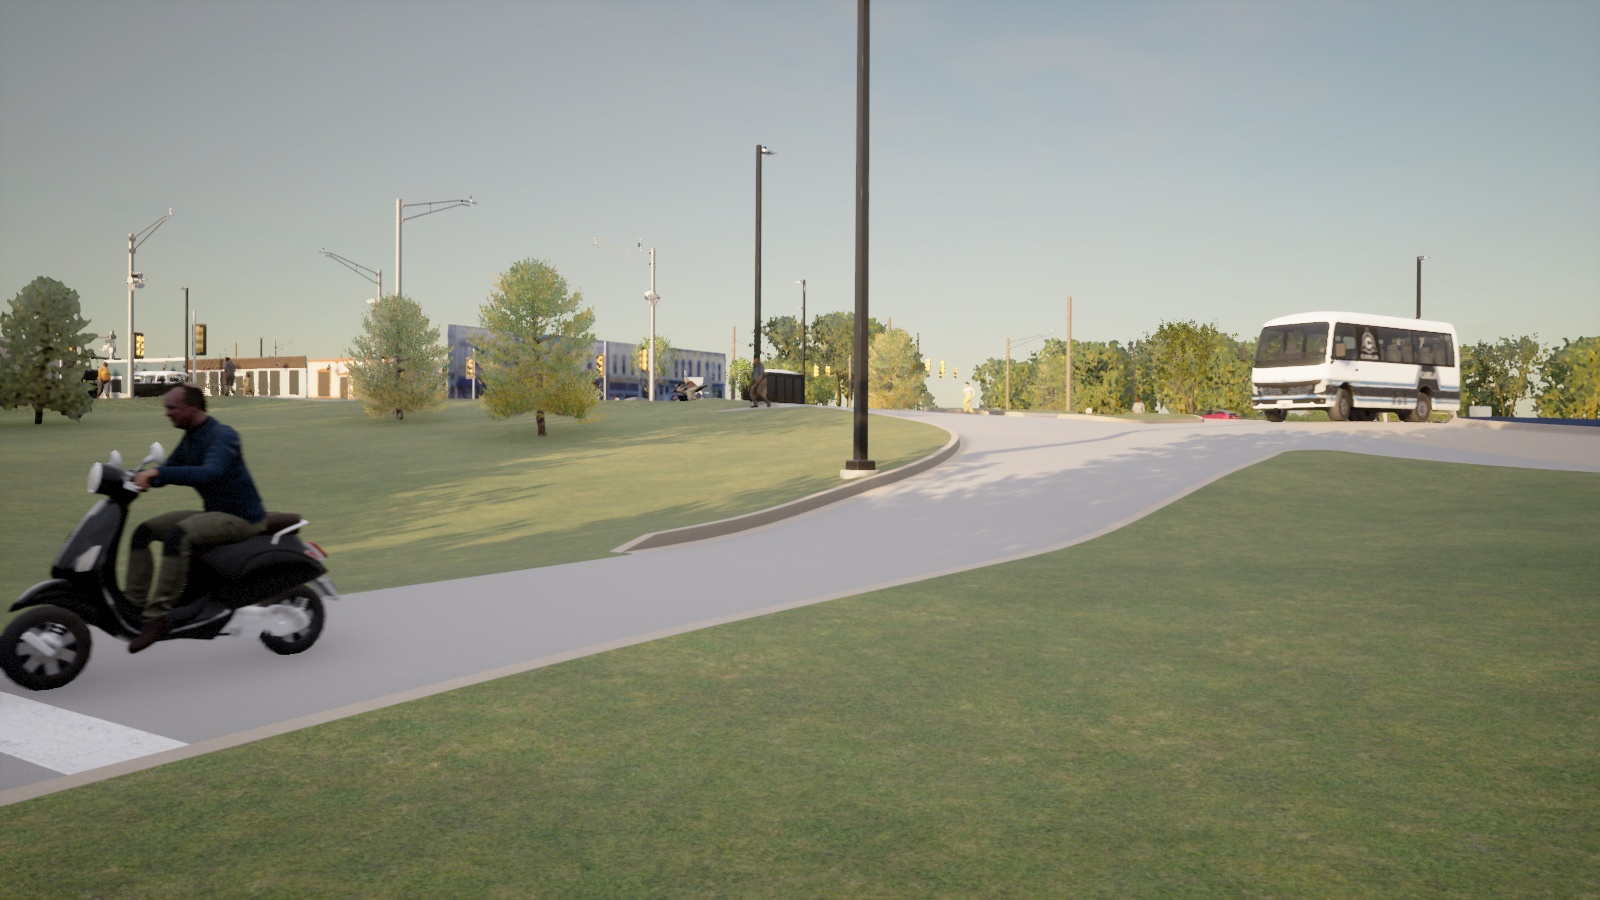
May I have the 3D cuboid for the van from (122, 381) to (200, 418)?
[{"bbox_3d":[-37.713,-2.935,74.113,4.480,2.038,2.069,0,1,33],"label":"van"}]

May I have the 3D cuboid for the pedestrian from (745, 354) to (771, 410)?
[{"bbox_3d":[-1.418,-2.290,42.264,0.694,1.848,0.540,-1,0,-30],"label":"pedestrian"}]

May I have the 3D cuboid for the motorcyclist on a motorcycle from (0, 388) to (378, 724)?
[{"bbox_3d":[-3.398,0.483,6.905,0.866,1.590,1.817,-1,1,40],"label":"motorcyclist on a motorcycle"}]

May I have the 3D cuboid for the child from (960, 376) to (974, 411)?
[{"bbox_3d":[6.202,-2.085,46.589,0.437,1.263,0.270,-1,0,-30],"label":"child"}]

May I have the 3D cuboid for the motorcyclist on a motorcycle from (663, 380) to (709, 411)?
[{"bbox_3d":[-5.785,-2.777,63.875,2.191,1.530,0.866,1,1,27],"label":"motorcyclist on a motorcycle"}]

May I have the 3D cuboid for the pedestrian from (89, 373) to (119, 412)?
[{"bbox_3d":[-33.886,-2.808,61.140,0.900,1.855,0.874,-1,0,25],"label":"pedestrian"}]

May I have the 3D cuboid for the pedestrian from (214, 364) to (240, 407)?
[{"bbox_3d":[-26.357,-2.952,57.804,0.873,1.952,0.659,-1,0,25],"label":"pedestrian"}]

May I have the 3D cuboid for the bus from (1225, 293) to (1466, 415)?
[{"bbox_3d":[21.655,-3.583,49.521,10.273,4.253,3.944,-1,0,-36],"label":"bus"}]
